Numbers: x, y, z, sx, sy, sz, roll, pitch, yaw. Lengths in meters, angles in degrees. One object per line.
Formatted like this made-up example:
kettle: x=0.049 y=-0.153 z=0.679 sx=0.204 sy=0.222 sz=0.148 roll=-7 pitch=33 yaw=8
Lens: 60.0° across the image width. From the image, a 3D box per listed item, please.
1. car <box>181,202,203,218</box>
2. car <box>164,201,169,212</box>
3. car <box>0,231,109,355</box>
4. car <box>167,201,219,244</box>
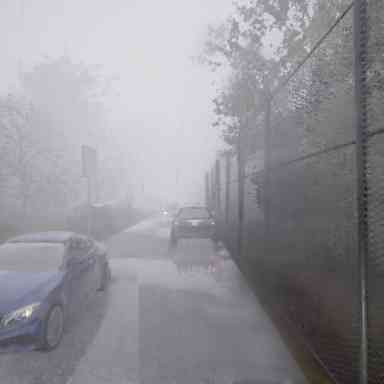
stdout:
car: x=0.027 y=1.789 z=34.329 sx=2.128 sy=1.511 sz=4.902 roll=0 pitch=-1 yaw=0
car: x=-2.861 y=2.051 z=47.730 sx=1.882 sy=1.535 sz=5.008 roll=0 pitch=-1 yaw=1
car: x=-2.851 y=1.534 z=6.285 sx=1.812 sy=1.442 sz=4.674 roll=0 pitch=0 yaw=0
car: x=0.100 y=1.409 z=16.417 sx=2.097 sy=1.767 sz=4.553 roll=-1 pitch=-1 yaw=-1
